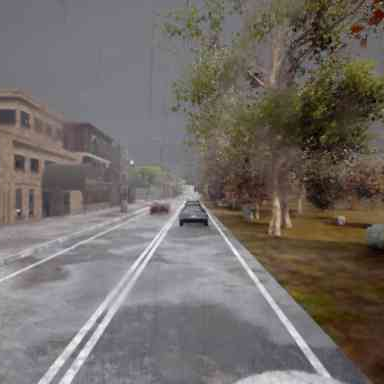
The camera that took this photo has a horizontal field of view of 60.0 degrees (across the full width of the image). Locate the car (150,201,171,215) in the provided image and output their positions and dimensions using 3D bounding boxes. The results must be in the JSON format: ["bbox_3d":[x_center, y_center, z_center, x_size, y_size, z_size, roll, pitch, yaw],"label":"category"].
[{"bbox_3d":[-3.261,1.599,34.763,1.895,1.301,4.718,0,0,1],"label":"car"}]

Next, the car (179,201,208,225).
[{"bbox_3d":[0.114,1.567,23.830,1.994,1.385,4.181,0,0,0],"label":"car"}]

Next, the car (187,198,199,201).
[{"bbox_3d":[0.124,1.485,41.710,2.128,1.511,4.902,0,0,0],"label":"car"}]
